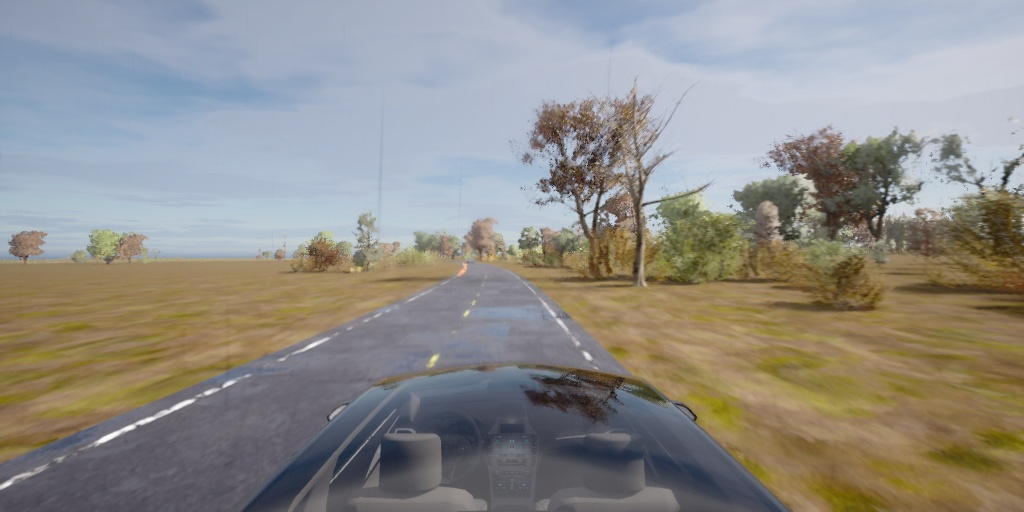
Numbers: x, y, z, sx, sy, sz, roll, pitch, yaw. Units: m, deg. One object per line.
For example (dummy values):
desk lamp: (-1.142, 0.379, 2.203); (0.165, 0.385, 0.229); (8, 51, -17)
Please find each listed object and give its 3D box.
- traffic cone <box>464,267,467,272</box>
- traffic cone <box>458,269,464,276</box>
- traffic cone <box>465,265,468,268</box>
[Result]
traffic cone: (-5.703, 1.772, 41.461); (0.340, 0.580, 0.340); (0, 0, -5)
traffic cone: (-5.337, 1.764, 36.502); (0.340, 0.580, 0.340); (0, 0, -4)
traffic cone: (-6.119, 1.780, 46.416); (0.340, 0.580, 0.340); (0, 0, -5)
